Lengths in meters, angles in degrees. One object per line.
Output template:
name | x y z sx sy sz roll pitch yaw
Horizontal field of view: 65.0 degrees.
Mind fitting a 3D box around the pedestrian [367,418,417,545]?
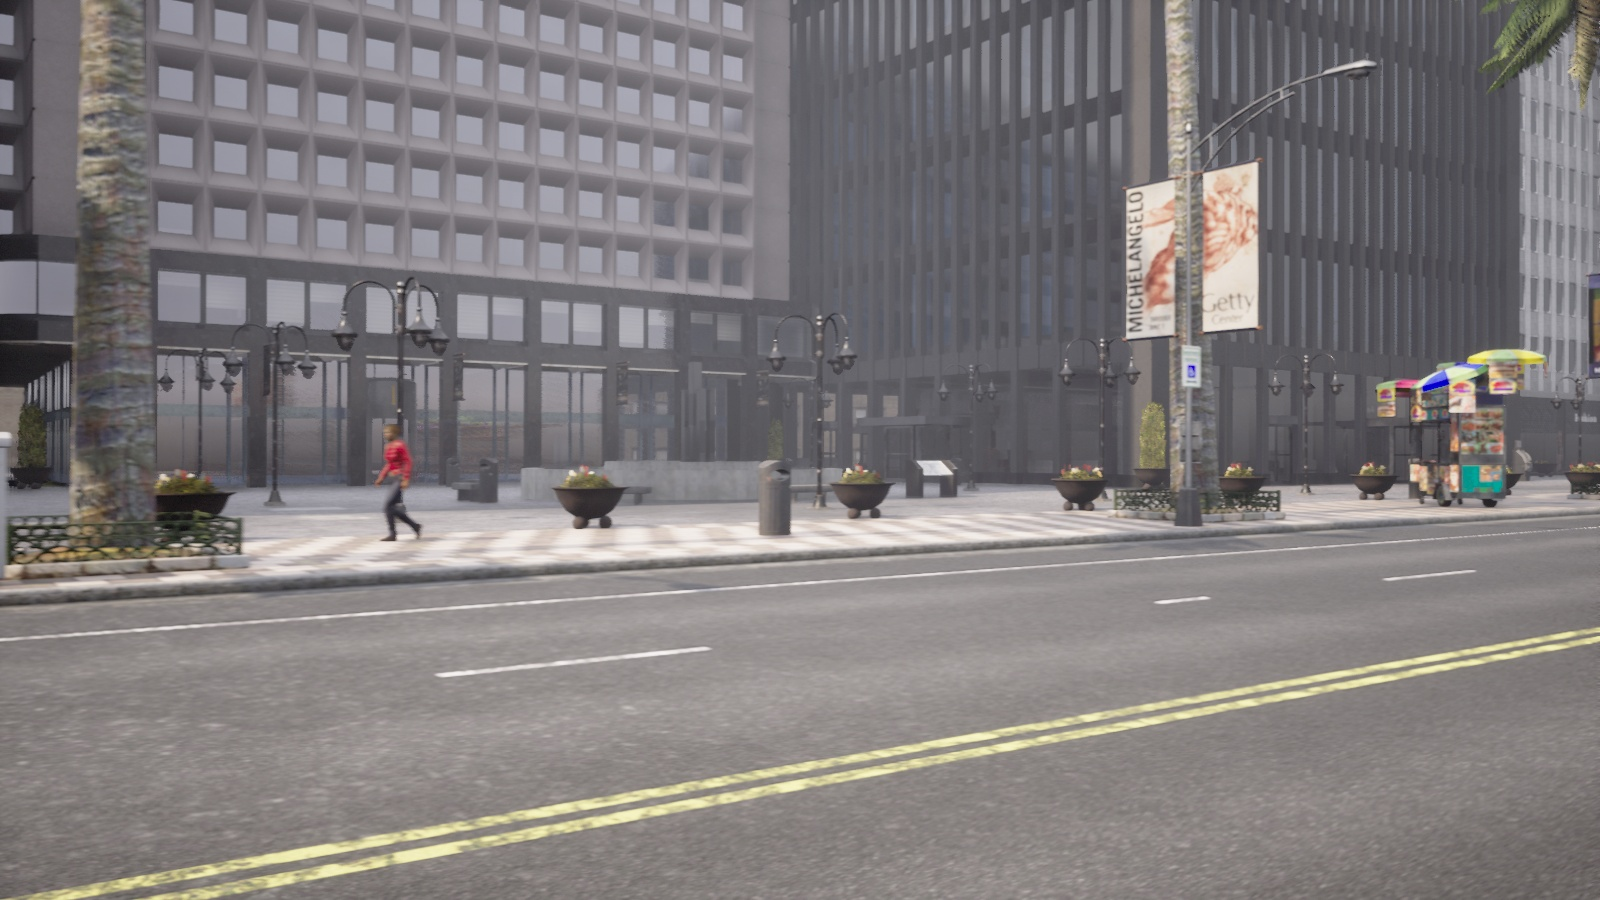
pedestrian | -6.048 0.461 18.625 0.636 1.846 0.331 0 0 -37
